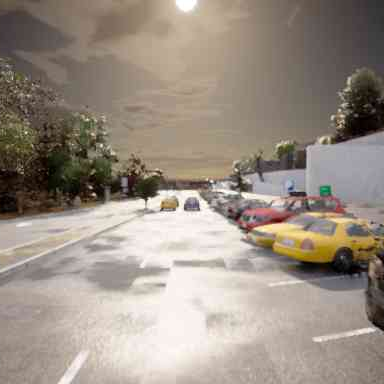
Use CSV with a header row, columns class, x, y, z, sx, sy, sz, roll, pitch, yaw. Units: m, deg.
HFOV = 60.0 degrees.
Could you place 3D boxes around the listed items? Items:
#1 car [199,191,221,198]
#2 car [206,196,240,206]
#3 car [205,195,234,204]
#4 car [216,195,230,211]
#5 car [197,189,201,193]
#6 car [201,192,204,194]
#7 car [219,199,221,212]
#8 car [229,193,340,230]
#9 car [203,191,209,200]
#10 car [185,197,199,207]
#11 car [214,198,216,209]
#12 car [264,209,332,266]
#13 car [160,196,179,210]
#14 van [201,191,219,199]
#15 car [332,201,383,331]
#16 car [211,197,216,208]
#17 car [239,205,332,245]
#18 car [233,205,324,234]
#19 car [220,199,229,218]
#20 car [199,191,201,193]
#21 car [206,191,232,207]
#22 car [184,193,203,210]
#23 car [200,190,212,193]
class,x,y,z,sx,sy,sz,roll,pitch,yaw
car,5.109,0.702,94.567,5.566,2.045,2.435,1,1,-20
car,5.248,1.426,55.713,5.366,1.575,1.946,1,0,-20
car,5.051,1.387,61.637,4.792,1.488,2.163,1,1,-20
car,5.106,1.421,31.626,4.553,1.767,2.185,1,0,-20
car,5.057,0.776,88.571,5.566,2.045,2.435,1,1,-20
car,5.052,1.240,73.642,4.792,1.488,2.163,1,1,-20
car,5.076,1.580,28.615,4.674,1.452,2.002,1,0,-20
car,5.051,1.248,16.595,5.566,2.045,2.435,1,0,-20
car,5.053,1.238,49.619,5.566,2.045,2.435,1,1,-20
car,0.005,1.513,53.058,2.033,1.411,5.357,0,1,0
car,5.076,1.592,34.615,4.674,1.452,2.002,1,0,-20
car,5.245,1.486,10.677,5.366,1.575,1.946,1,0,-20
car,-2.996,1.520,42.984,1.882,1.535,5.008,0,0,0
van,4.974,0.764,91.524,4.442,1.987,1.878,1,1,-20
car,5.098,1.231,4.625,5.566,2.045,2.435,1,0,-20
car,5.100,1.575,37.640,4.792,1.488,2.163,1,0,-20
car,4.898,1.485,13.543,5.366,1.575,1.946,1,0,-20
car,5.046,1.538,19.598,4.792,1.488,2.163,1,0,-20
car,5.066,1.531,25.615,5.008,1.535,2.097,1,0,-20
car,5.072,1.065,85.606,4.892,1.521,2.231,1,0,-20
car,5.103,1.288,40.638,5.566,2.045,2.435,1,0,-20
car,0.004,1.394,43.007,2.097,1.767,4.553,0,0,0
car,5.050,1.011,79.630,4.553,1.767,2.185,1,0,-20
